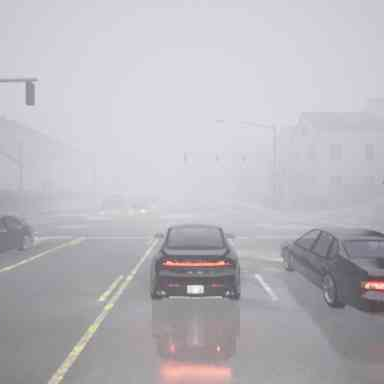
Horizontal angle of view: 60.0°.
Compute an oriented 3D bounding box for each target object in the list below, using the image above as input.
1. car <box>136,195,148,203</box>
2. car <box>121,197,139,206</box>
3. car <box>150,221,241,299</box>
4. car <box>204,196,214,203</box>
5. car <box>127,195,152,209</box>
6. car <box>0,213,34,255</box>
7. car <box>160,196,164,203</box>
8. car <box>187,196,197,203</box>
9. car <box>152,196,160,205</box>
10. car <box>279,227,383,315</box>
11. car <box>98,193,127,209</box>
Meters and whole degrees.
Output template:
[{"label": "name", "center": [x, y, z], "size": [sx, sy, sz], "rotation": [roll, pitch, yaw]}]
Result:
[{"label": "car", "center": [-10.499, 1.492, 69.982], "size": [1.837, 1.490, 4.892], "rotation": [0, 0, 0]}, {"label": "car", "center": [-10.581, 1.542, 57.053], "size": [2.033, 1.411, 5.357], "rotation": [0, 0, 0]}, {"label": "car", "center": [0.075, 1.504, 8.410], "size": [1.837, 1.490, 4.892], "rotation": [0, 0, 0]}, {"label": "car", "center": [3.499, 1.538, 69.176], "size": [2.033, 1.411, 5.357], "rotation": [0, 0, 0]}, {"label": "car", "center": [-7.098, 1.473, 45.189], "size": [1.882, 1.535, 5.008], "rotation": [0, 0, 0]}, {"label": "car", "center": [-7.101, 1.504, 11.112], "size": [1.837, 1.490, 4.892], "rotation": [0, 0, 0]}, {"label": "car", "center": [-6.999, 1.532, 70.727], "size": [2.033, 1.411, 5.357], "rotation": [0, 0, 0]}, {"label": "car", "center": [0.001, 1.540, 69.176], "size": [2.033, 1.411, 5.357], "rotation": [0, 0, 0]}, {"label": "car", "center": [-7.085, 1.499, 57.234], "size": [1.837, 1.490, 4.892], "rotation": [0, 0, 0]}, {"label": "car", "center": [3.575, 1.547, 7.834], "size": [2.033, 1.411, 5.357], "rotation": [0, 0, 0]}, {"label": "car", "center": [-10.600, 1.217, 44.974], "size": [2.150, 2.045, 5.566], "rotation": [0, 0, 0]}]
